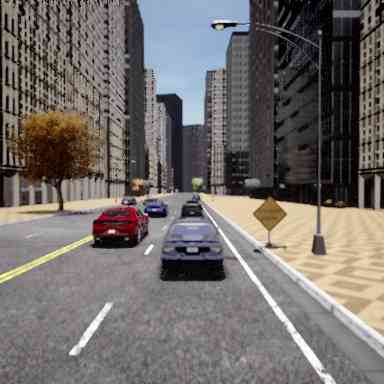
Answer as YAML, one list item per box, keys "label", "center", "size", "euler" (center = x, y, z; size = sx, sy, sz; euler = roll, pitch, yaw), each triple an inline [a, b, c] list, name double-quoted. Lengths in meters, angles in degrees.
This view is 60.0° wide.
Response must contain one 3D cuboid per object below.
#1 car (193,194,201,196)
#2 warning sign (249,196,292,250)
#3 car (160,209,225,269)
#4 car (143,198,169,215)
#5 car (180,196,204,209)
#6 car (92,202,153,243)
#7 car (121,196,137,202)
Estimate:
- label: "car"
  center: [0.990, 1.177, 78.194]
  size: [2.097, 1.767, 4.553]
  euler: [0, 0, 0]
- label: "warning sign"
  center: [2.843, 1.087, 12.201]
  size: [1.300, 1.860, 1.060]
  euler: [1, 1, 0]
- label: "car"
  center: [0.025, 1.522, 11.045]
  size: [2.033, 1.411, 5.357]
  euler: [0, 0, 0]
- label: "car"
  center: [-3.230, 1.497, 30.582]
  size: [1.994, 1.385, 4.181]
  euler: [0, 0, 0]
- label: "car"
  center: [0.018, 1.440, 29.831]
  size: [1.837, 1.490, 4.892]
  euler: [0, 1, 0]
- label: "car"
  center: [-3.202, 1.443, 15.753]
  size: [1.882, 1.535, 5.008]
  euler: [0, 0, 0]
- label: "car"
  center: [-9.924, 1.377, 52.423]
  size: [2.128, 1.511, 4.902]
  euler: [0, 0, 0]
